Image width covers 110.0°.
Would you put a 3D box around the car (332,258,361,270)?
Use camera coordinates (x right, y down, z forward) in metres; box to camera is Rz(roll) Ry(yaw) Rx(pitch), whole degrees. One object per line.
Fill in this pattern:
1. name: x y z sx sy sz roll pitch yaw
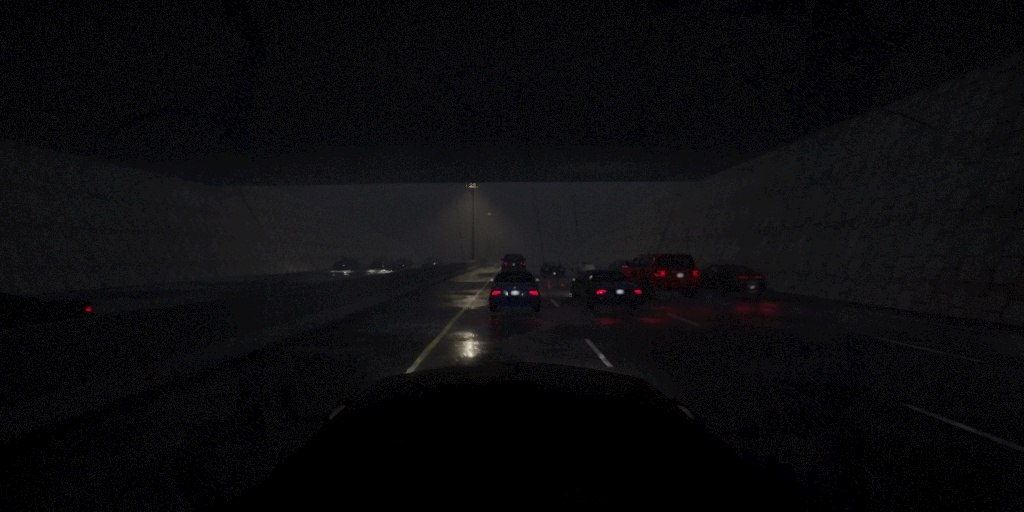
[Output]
1. car: -21.014 1.031 45.769 1.837 1.490 4.892 0 1 0

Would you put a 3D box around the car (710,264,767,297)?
1. car: 10.615 1.160 18.244 2.128 1.511 4.902 0 0 0

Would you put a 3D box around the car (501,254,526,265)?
1. car: 0.143 0.812 33.646 2.150 2.045 5.566 0 0 0

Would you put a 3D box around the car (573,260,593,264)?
1. car: 7.133 1.107 35.586 1.812 1.442 4.674 0 0 0

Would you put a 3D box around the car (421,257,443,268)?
1. car: -10.512 0.873 47.337 2.097 1.767 4.553 0 0 0

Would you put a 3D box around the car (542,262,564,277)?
1. car: 3.641 1.195 32.996 1.895 1.301 4.718 0 0 0

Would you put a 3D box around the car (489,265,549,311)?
1. car: 0.108 1.235 14.128 2.033 1.411 5.357 0 0 0

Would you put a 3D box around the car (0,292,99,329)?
1. car: -10.598 1.276 5.939 2.033 1.411 5.357 0 0 0

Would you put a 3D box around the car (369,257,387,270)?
1. car: -17.496 0.867 48.351 2.097 1.767 4.553 0 0 0

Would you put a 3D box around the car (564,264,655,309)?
1. car: 3.610 1.234 14.478 2.033 1.411 5.357 0 0 0

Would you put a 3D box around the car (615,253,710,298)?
1. car: 7.114 0.892 17.831 2.150 2.045 5.566 0 0 0

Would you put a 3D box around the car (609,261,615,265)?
1. car: 10.646 1.091 34.613 1.837 1.490 4.892 0 0 0

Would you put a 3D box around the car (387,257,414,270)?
1. car: -14.015 1.030 46.105 1.837 1.490 4.892 0 1 0
